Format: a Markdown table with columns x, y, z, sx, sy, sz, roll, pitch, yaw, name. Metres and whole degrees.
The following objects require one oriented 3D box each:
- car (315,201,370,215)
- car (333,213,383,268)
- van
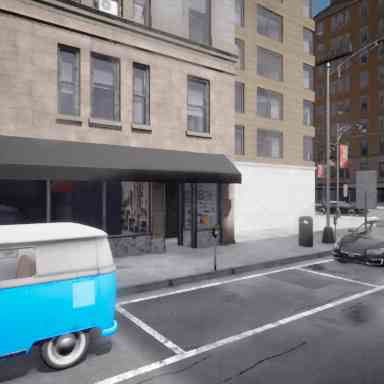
| x | y | z | sx | sy | sz | roll | pitch | yaw | name |
| --- | --- | --- | --- | --- | --- | --- | --- | --- | --- |
| 13.814 | 1.523 | 30.933 | 1.895 | 1.301 | 4.718 | 0 | 0 | -35 | car |
| 6.278 | 1.550 | 10.666 | 4.403 | 1.369 | 2.008 | 0 | 0 | -35 | car |
| -2.942 | 1.341 | 4.092 | 3.998 | 1.788 | 1.690 | 0 | 0 | -35 | van |
